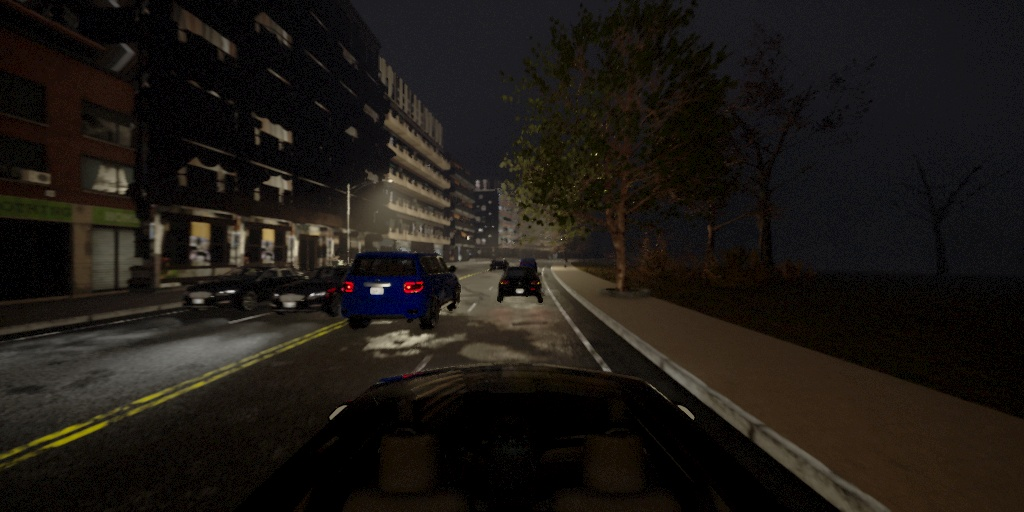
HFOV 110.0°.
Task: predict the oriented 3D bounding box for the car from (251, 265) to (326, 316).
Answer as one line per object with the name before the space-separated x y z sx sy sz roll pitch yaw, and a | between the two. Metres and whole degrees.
car | -6.414 1.133 12.903 2.128 1.511 4.902 0 0 2

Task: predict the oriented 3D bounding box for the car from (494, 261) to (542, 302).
car | 0.378 1.159 16.180 1.812 1.442 4.674 0 1 2

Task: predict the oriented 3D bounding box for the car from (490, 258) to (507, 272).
car | -1.340 0.942 40.531 2.128 1.511 4.902 0 0 5

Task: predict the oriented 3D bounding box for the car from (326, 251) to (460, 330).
car | -3.058 0.886 10.985 2.150 2.045 5.566 0 0 1

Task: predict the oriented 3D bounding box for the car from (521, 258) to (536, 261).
car | 1.819 0.943 39.414 1.882 1.535 5.008 0 0 5

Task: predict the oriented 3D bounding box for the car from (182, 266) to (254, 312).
car | -9.649 1.119 13.560 2.128 1.511 4.902 0 0 2
